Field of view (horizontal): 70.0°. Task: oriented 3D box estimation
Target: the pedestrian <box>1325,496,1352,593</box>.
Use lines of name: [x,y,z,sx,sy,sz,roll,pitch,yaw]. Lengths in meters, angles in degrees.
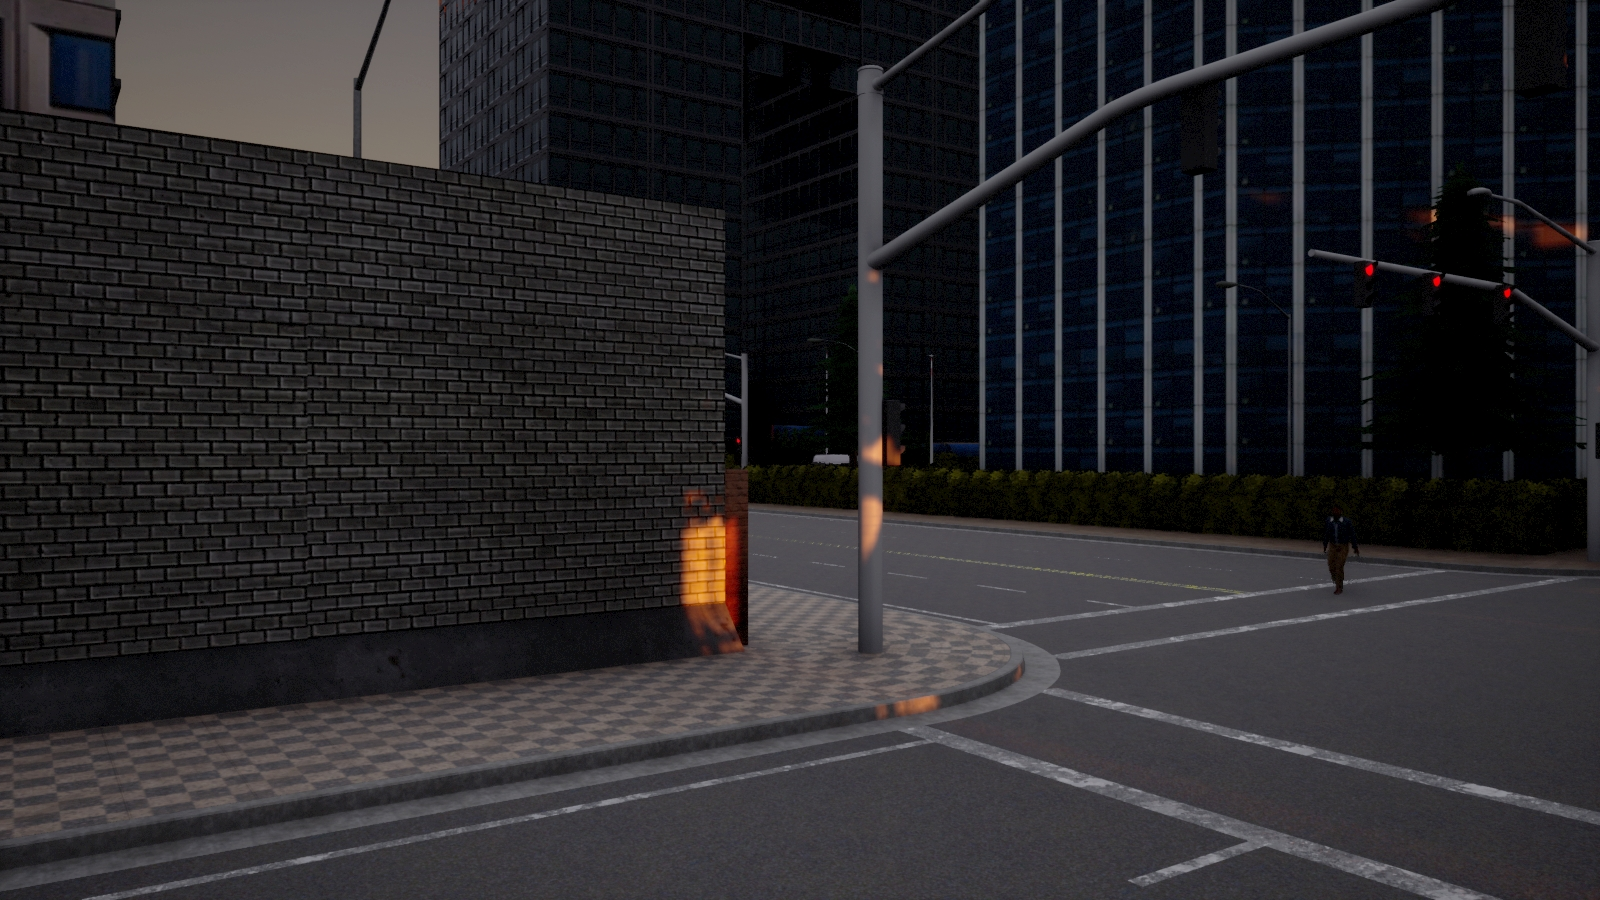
pedestrian: [10.603,1.848,22.490,0.375,1.860,0.375,0,0,-43]
